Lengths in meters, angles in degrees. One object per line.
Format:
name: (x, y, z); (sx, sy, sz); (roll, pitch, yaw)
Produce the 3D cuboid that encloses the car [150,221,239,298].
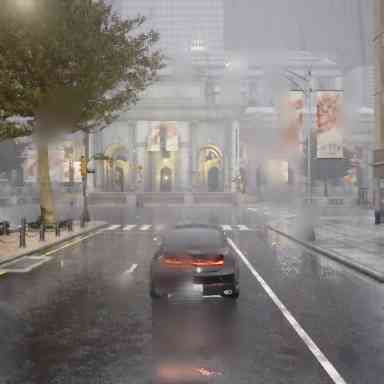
car: (0.062, 1.505, 8.476); (1.837, 1.490, 4.892); (0, 0, 0)
